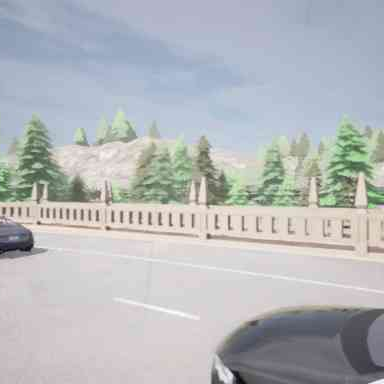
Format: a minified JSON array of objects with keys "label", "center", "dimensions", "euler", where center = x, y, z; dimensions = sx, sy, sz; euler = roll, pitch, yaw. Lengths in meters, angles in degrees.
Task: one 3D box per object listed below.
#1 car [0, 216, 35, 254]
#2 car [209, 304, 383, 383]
[{"label":"car","center":[-7.955,1.589,12.543],"dimensions":[4.181,1.385,1.994],"euler":[0,0,28]},{"label":"car","center":[2.376,1.473,2.112],"dimensions":[4.902,1.511,2.128],"euler":[0,0,35]}]
